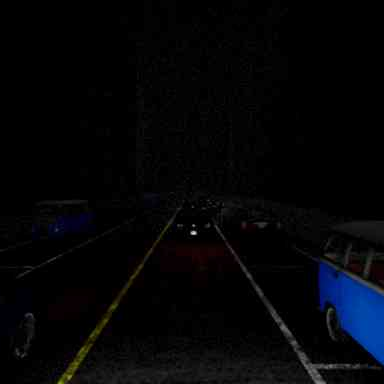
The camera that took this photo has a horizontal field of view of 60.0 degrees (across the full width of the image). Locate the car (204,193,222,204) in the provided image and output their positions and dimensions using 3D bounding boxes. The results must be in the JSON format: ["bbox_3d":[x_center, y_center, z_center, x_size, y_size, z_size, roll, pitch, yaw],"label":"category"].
[{"bbox_3d":[2.702,1.217,37.507,1.967,1.590,4.097,0,0,0],"label":"car"}]

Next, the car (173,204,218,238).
[{"bbox_3d":[0.073,1.500,16.912,1.895,1.301,4.718,0,0,0],"label":"car"}]

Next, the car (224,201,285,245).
[{"bbox_3d":[2.736,1.350,14.963,1.967,1.590,4.097,0,0,0],"label":"car"}]

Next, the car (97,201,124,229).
[{"bbox_3d":[-5.797,1.444,20.575,1.947,1.339,4.313,0,0,0],"label":"car"}]

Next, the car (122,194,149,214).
[{"bbox_3d":[-5.815,1.126,31.847,2.192,1.841,5.009,0,0,0],"label":"car"}]

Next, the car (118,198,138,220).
[{"bbox_3d":[-5.806,1.410,26.212,1.947,1.339,4.313,0,0,0],"label":"car"}]

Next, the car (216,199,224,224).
[{"bbox_3d":[2.728,1.401,20.769,1.752,1.417,4.829,0,0,0],"label":"car"}]

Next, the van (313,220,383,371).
[{"bbox_3d":[2.753,1.318,3.689,1.690,1.788,3.998,0,0,0],"label":"van"}]

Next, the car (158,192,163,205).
[{"bbox_3d":[-5.840,1.151,48.758,1.967,1.590,4.097,0,0,0],"label":"car"}]

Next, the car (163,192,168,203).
[{"bbox_3d":[-5.858,1.085,60.031,1.967,1.590,4.097,0,0,0],"label":"car"}]

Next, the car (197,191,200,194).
[{"bbox_3d":[2.650,1.019,71.324,1.967,1.590,4.097,0,0,0],"label":"car"}]

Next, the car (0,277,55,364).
[{"bbox_3d":[-3.105,1.582,3.072,1.895,1.301,4.718,0,0,0],"label":"car"}]

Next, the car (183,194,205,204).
[{"bbox_3d":[0.047,1.273,34.414,1.882,1.535,5.008,0,0,0],"label":"car"}]

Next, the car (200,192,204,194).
[{"bbox_3d":[2.684,1.026,48.780,2.192,1.841,5.009,0,0,0],"label":"car"}]

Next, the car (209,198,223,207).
[{"bbox_3d":[2.719,1.394,26.236,2.008,1.369,4.403,0,0,0],"label":"car"}]

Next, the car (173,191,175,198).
[{"bbox_3d":[-5.892,1.066,82.577,2.008,1.369,4.403,0,0,0],"label":"car"}]

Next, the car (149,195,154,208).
[{"bbox_3d":[-5.823,1.322,37.485,1.887,1.381,4.507,0,0,0],"label":"car"}]

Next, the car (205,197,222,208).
[{"bbox_3d":[2.694,1.310,43.144,1.947,1.339,4.313,0,0,0],"label":"car"}]

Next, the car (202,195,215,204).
[{"bbox_3d":[2.676,1.222,54.417,1.887,1.381,4.507,0,0,0],"label":"car"}]

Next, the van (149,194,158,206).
[{"bbox_3d":[-5.832,1.086,43.121,1.690,1.788,3.998,0,0,0],"label":"van"}]

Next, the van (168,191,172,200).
[{"bbox_3d":[-5.875,0.920,71.303,1.690,1.788,3.998,0,0,0],"label":"van"}]

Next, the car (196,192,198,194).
[{"bbox_3d":[2.633,1.081,82.597,1.947,1.339,4.313,0,0,0],"label":"car"}]

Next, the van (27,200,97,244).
[{"bbox_3d":[-5.789,1.252,14.937,1.690,1.788,3.998,0,0,0],"label":"van"}]
